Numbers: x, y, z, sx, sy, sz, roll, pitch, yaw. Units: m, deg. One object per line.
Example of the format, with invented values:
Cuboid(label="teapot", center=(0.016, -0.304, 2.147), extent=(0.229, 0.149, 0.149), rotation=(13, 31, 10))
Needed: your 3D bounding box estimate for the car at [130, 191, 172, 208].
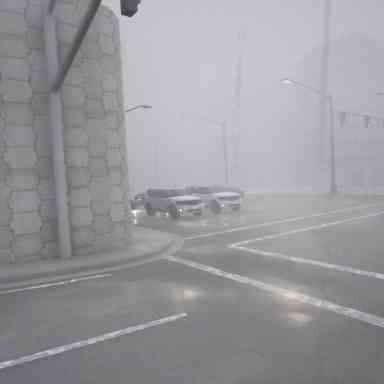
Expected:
Cuboid(label="car", center=(-4.215, 0.692, 33.629), extent=(2.128, 1.511, 4.902), rotation=(-5, 3, -35))

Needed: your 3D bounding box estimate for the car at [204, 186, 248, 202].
Cuboid(label="car", center=(3.470, 0.221, 35.200), extent=(1.837, 1.490, 4.892), rotation=(-5, 3, -35))

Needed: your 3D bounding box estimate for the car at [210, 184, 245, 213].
Cuboid(label="car", center=(1.401, 0.425, 25.654), extent=(2.150, 2.045, 5.566), rotation=(-5, 3, -35))

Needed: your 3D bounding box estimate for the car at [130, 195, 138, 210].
Cuboid(label="car", center=(-6.865, 1.001, 31.331), extent=(1.994, 1.385, 4.181), rotation=(-5, 3, -35))

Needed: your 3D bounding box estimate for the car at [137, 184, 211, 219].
Cuboid(label="car", center=(-1.444, 0.661, 23.630), extent=(2.150, 2.045, 5.566), rotation=(-5, 3, -35))
